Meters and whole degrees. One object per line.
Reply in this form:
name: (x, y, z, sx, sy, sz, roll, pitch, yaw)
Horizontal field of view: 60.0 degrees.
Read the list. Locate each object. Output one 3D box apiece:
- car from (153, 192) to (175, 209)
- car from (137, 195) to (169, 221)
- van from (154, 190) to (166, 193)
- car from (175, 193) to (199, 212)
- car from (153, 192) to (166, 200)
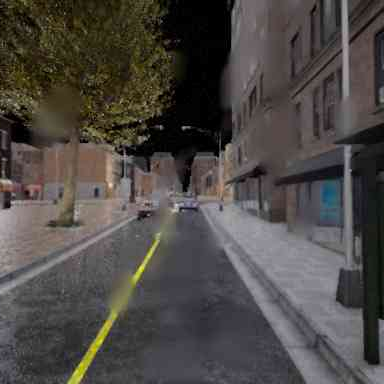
car: (-3.195, 1.070, 36.912, 1.895, 1.301, 4.718, 0, 2, -1)
car: (-3.054, 1.286, 25.736, 1.882, 1.535, 5.008, 0, 1, -1)
van: (-6.135, 0.617, 60.533, 1.690, 1.788, 3.998, 2, 0, -1)
car: (-0.344, 1.129, 32.891, 2.033, 1.411, 5.357, 0, 2, 0)
car: (-6.190, 0.816, 63.854, 2.008, 1.369, 4.403, 2, 0, -1)
